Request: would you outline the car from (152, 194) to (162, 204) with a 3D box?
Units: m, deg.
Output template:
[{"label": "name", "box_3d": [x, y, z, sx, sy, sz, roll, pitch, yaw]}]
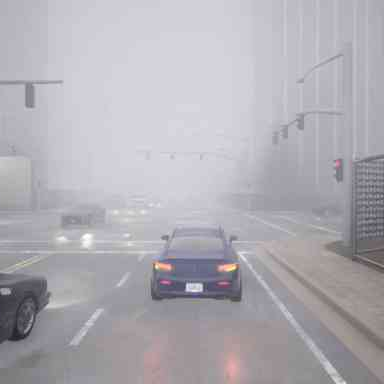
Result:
[{"label": "car", "box_3d": [-6.999, 1.601, 65.628, 1.895, 1.301, 4.718, 0, 0, 1]}]

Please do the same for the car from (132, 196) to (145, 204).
[{"label": "car", "box_3d": [-10.496, 1.525, 65.907, 1.812, 1.442, 4.674, 0, 0, 0]}]

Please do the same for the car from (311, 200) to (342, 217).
[{"label": "car", "box_3d": [13.275, 1.422, 29.741, 5.008, 1.535, 1.882, 0, 0, 0]}]

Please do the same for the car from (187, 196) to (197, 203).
[{"label": "car", "box_3d": [0.020, 1.547, 66.914, 2.033, 1.411, 5.357, 0, 0, 0]}]

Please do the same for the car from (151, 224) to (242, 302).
[{"label": "car", "box_3d": [0.160, 1.526, 8.182, 1.812, 1.442, 4.674, 0, 0, 3]}]

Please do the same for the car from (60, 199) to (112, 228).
[{"label": "car", "box_3d": [-7.093, 1.447, 22.211, 1.882, 1.535, 5.008, 0, 0, 0]}]

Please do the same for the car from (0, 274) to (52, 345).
[{"label": "car", "box_3d": [-3.443, 1.547, 3.464, 2.033, 1.411, 5.357, 0, 0, 1]}]

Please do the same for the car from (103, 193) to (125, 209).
[{"label": "car", "box_3d": [-10.586, 1.220, 45.010, 2.150, 2.045, 5.566, 0, 0, 0]}]

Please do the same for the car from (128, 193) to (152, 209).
[{"label": "car", "box_3d": [-7.080, 1.222, 44.590, 2.150, 2.045, 5.566, 0, 0, 0]}]

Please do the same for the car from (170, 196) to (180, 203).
[{"label": "car", "box_3d": [-3.480, 1.547, 66.915, 2.033, 1.411, 5.357, 0, 0, 0]}]
